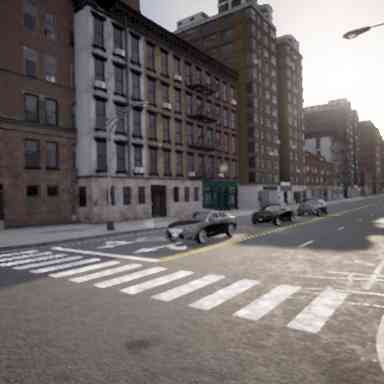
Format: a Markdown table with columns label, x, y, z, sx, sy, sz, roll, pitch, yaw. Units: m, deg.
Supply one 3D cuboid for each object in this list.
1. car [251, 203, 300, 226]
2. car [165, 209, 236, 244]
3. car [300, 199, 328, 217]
| label | x | y | z | sx | sy | sz | roll | pitch | yaw |
| --- | --- | --- | --- | --- | --- | --- | --- | --- | --- |
| car | 6.155 | 1.629 | 24.961 | 1.882 | 1.535 | 5.008 | -2 | -1 | 35 |
| car | 0.580 | 1.675 | 17.103 | 2.128 | 1.511 | 4.902 | -2 | -1 | 34 |
| car | 12.083 | 1.467 | 33.327 | 2.097 | 1.767 | 4.553 | -2 | -1 | 35 |
